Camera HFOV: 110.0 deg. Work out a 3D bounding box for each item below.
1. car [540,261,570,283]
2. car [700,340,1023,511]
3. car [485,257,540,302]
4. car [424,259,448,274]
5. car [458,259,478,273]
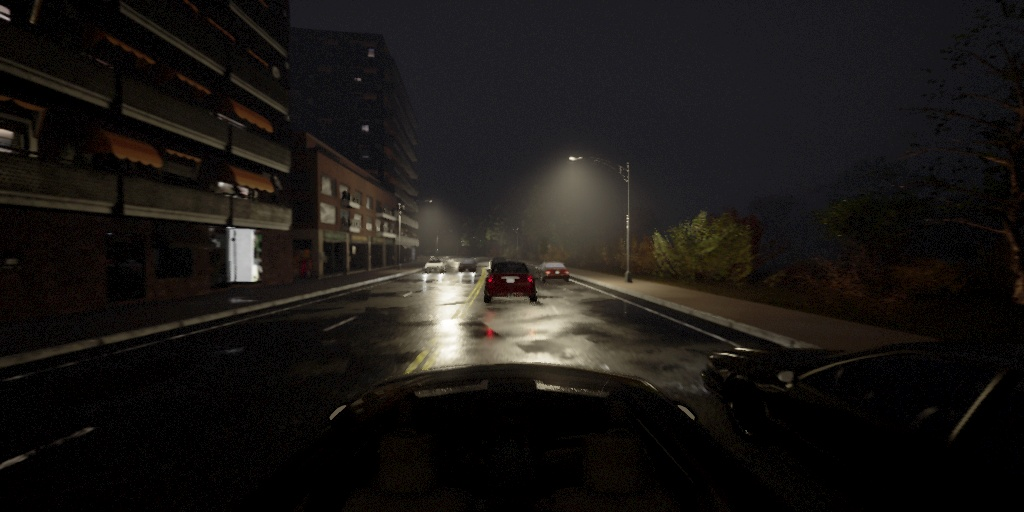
[{"bbox_3d":[2.810,1.078,25.554,2.033,1.411,5.357,0,1,-3],"label":"car"},{"bbox_3d":[3.350,1.280,2.158,2.033,1.411,5.357,0,1,0],"label":"car"},{"bbox_3d":[-0.117,0.977,16.307,2.097,1.767,4.553,0,0,-2],"label":"car"},{"bbox_3d":[-7.830,0.998,37.018,1.812,1.442,4.674,0,1,-4],"label":"car"},{"bbox_3d":[-4.650,0.994,38.229,2.033,1.411,5.357,0,1,-4],"label":"car"}]
